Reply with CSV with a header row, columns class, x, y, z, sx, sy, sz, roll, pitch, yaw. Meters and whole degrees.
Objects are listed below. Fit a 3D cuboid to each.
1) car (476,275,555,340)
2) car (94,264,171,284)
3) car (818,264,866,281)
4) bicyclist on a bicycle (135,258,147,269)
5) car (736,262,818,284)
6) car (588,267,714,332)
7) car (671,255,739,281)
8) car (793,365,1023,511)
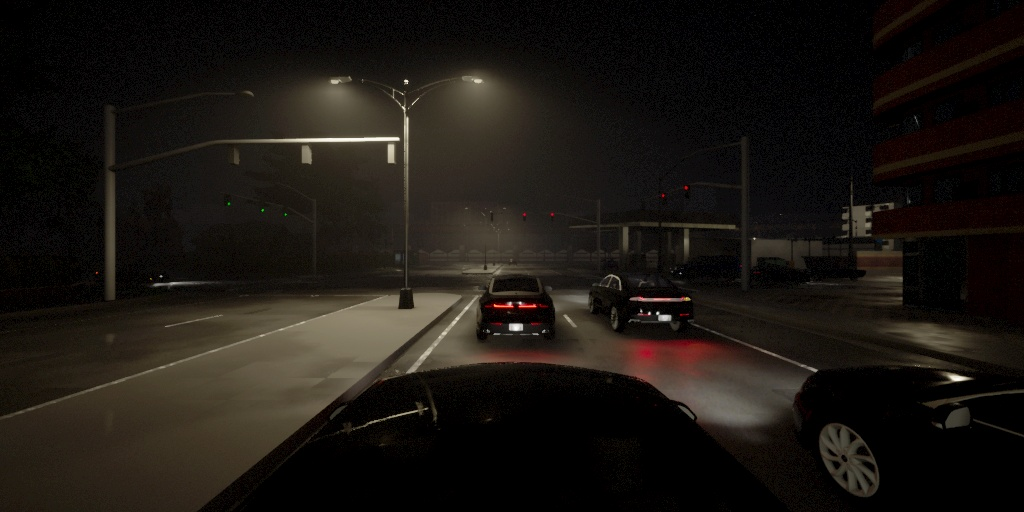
class,x,y,z,sx,sy,sz,roll,pitch,yaw
car,0.100,1.254,9.984,1.837,1.490,4.892,0,0,0
car,-27.749,1.311,26.308,4.181,1.385,1.994,0,0,0
car,26.434,1.347,29.963,4.718,1.301,1.895,0,0,-1
bicyclist on a bicycle,-38.211,1.049,36.732,0.582,1.620,1.656,0,0,0
car,19.211,1.311,26.168,4.181,1.385,1.994,0,0,-1
car,3.607,1.240,10.838,2.128,1.511,4.902,0,0,0
car,16.065,0.970,29.819,5.566,2.045,2.150,0,0,-1
car,3.600,1.255,1.430,1.837,1.490,4.892,0,0,0
